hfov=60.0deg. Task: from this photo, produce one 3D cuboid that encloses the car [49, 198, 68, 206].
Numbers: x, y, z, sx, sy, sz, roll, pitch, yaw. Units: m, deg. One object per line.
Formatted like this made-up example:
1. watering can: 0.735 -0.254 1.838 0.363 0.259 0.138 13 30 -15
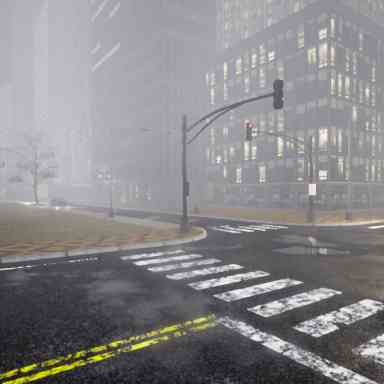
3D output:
1. car: -21.749 1.606 54.191 1.895 1.301 4.718 0 0 -35
